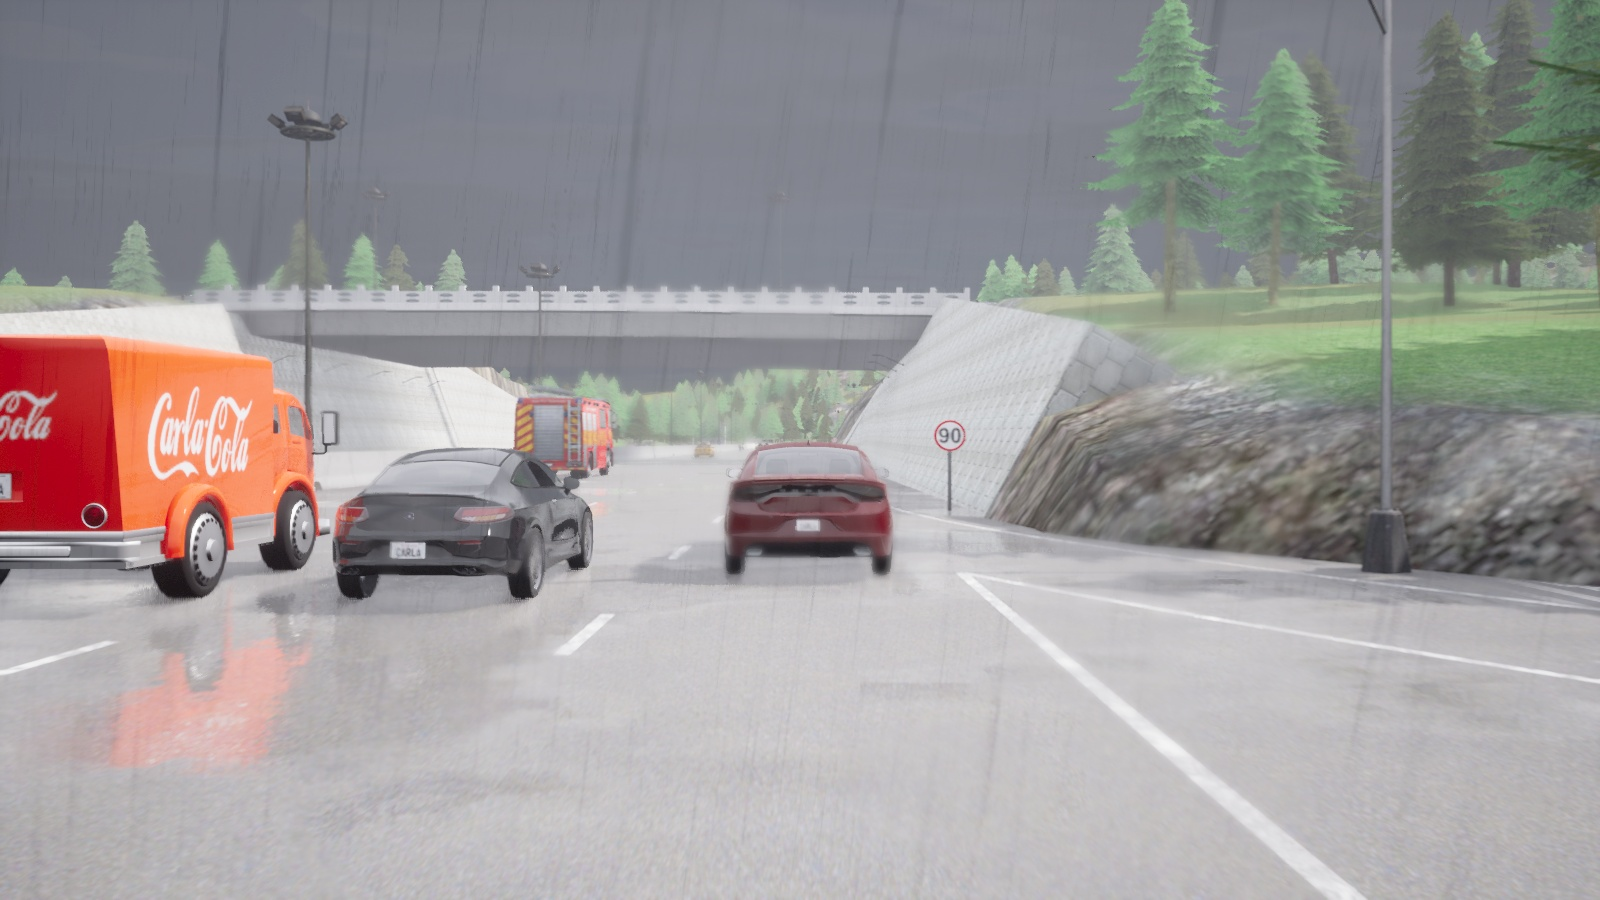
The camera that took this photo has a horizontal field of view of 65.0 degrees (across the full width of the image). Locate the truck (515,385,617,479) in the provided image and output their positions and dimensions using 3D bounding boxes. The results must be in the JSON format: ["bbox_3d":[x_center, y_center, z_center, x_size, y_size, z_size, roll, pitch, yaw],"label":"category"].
[{"bbox_3d":[-10.168,-0.739,55.434,2.891,3.827,8.468,0,0,0],"label":"truck"}]

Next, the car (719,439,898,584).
[{"bbox_3d":[0.105,0.635,15.757,1.882,1.535,5.008,0,0,0],"label":"car"}]

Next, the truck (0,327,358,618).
[{"bbox_3d":[-6.909,0.179,13.253,2.627,2.467,5.204,0,0,0],"label":"truck"}]

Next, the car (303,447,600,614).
[{"bbox_3d":[-3.409,0.695,13.278,1.812,1.442,4.674,0,0,0],"label":"car"}]
